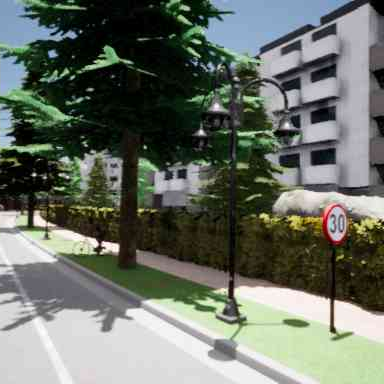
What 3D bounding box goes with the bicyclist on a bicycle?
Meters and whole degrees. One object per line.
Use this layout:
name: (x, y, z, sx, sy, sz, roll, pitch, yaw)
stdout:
bicyclist on a bicycle: (-3.954, 1.836, 13.410, 1.656, 1.620, 0.582, 3, -3, -35)
